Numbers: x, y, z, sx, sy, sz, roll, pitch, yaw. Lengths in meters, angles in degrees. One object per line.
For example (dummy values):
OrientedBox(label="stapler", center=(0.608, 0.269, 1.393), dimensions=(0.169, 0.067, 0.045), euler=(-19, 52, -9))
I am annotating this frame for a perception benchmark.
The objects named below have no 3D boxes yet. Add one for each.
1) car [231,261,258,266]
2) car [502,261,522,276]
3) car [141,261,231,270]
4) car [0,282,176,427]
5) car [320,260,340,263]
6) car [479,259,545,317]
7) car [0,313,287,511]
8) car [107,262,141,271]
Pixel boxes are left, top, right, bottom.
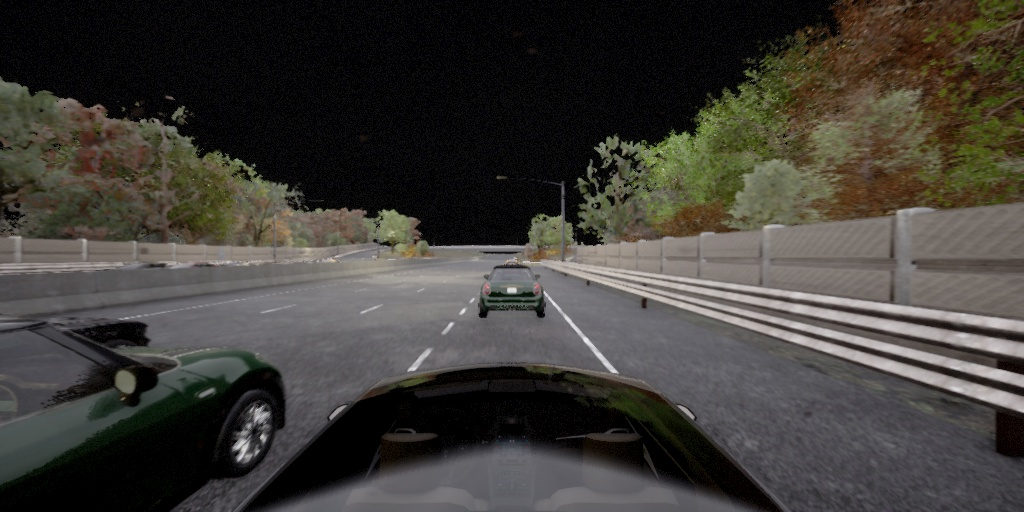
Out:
OrientedBox(label="car", center=(-31.559, 1.271, 40.987), dimensions=(2.033, 1.411, 5.357), euler=(0, 0, 1))
OrientedBox(label="car", center=(-0.002, 1.289, 37.939), dimensions=(1.994, 1.385, 4.181), euler=(0, 0, 0))
OrientedBox(label="car", center=(-24.573, 1.202, 27.334), dimensions=(1.882, 1.535, 5.008), euler=(0, 0, 0))
OrientedBox(label="car", center=(-6.898, 1.224, 3.849), dimensions=(1.882, 1.535, 5.008), euler=(0, 0, 0))
OrientedBox(label="car", center=(-21.065, 1.202, 41.397), dimensions=(1.882, 1.535, 5.008), euler=(0, 0, 0))
OrientedBox(label="car", center=(-0.001, 1.085, 13.246), dimensions=(2.097, 1.767, 4.553), euler=(0, 0, 0))
OrientedBox(label="car", center=(-3.402, 1.102, 1.888), dimensions=(2.097, 1.767, 4.553), euler=(0, 0, 0))
OrientedBox(label="car", center=(-28.068, 1.227, 27.079), dimensions=(1.837, 1.490, 4.892), euler=(0, 1, 0))
